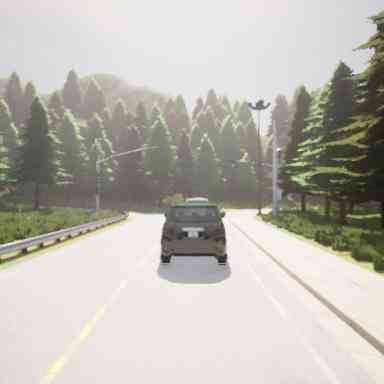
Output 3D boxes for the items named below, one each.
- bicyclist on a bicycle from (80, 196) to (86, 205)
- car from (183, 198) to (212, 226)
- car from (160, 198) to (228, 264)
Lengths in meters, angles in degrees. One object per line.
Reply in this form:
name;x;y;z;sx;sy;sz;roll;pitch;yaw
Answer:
bicyclist on a bicycle;-16.330;1.434;49.782;0.582;1.620;1.656;4;11;16
car;0.516;1.524;27.488;2.150;2.045;5.566;0;0;3
car;0.106;1.362;12.504;2.150;2.045;5.566;0;0;2
